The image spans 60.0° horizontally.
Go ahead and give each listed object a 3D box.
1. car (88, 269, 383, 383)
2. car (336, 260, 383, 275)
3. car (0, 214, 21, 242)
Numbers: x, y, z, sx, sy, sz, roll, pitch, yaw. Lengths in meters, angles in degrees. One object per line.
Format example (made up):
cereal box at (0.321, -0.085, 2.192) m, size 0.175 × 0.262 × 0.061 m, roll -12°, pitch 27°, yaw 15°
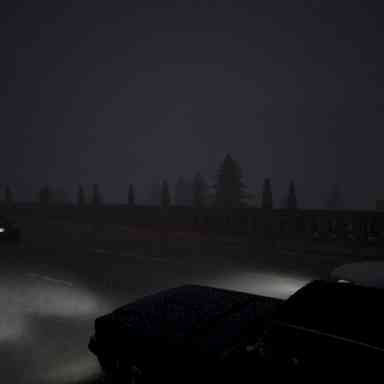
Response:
car at (1.155, 1.602, 3.180) m, size 4.718 × 1.301 × 1.895 m, roll 0°, pitch 0°, yaw 36°
car at (4.579, 1.524, 5.019) m, size 4.674 × 1.442 × 1.812 m, roll 0°, pitch 0°, yaw 35°
car at (-9.704, 1.591, 15.208) m, size 4.181 × 1.385 × 1.994 m, roll 0°, pitch 0°, yaw 35°
